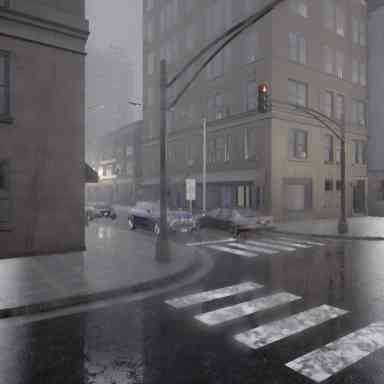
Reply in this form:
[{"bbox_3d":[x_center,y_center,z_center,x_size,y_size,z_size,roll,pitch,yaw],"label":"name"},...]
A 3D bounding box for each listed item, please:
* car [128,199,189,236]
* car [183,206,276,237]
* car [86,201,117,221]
[{"bbox_3d":[-1.675,1.269,17.944,2.097,1.767,4.553,0,0,-36],"label":"car"},{"bbox_3d":[1.979,1.477,17.891,2.033,1.411,5.357,0,0,-35],"label":"car"},{"bbox_3d":[-7.472,1.428,26.049,1.994,1.385,4.181,0,0,-35],"label":"car"}]
